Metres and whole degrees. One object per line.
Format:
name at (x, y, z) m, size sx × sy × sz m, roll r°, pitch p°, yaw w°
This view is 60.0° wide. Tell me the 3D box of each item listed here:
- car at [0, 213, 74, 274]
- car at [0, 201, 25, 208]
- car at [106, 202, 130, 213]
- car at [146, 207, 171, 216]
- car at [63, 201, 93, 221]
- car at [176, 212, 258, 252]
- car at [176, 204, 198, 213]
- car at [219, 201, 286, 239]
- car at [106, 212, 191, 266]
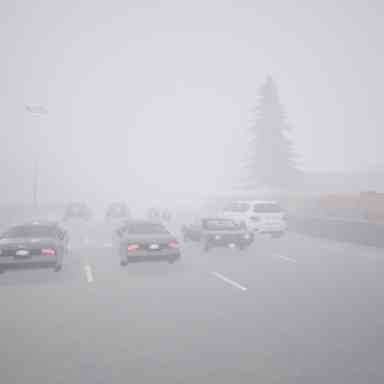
car at (-5.168, 1.641, 10.992) m, size 2.033 × 1.411 × 5.357 m, roll 1°, pitch -1°, yaw -18°
car at (-22.968, 1.834, 42.529) m, size 1.812 × 1.442 × 4.674 m, roll 1°, pitch -1°, yaw -6°
car at (-6.857, 1.689, 30.982) m, size 2.097 × 1.767 × 4.553 m, roll 1°, pitch -1°, yaw -11°
car at (-3.117, 1.969, 30.023) m, size 1.895 × 1.301 × 4.718 m, roll 1°, pitch -1°, yaw -12°
car at (-10.226, 1.638, 30.011) m, size 2.097 × 1.767 × 4.553 m, roll 1°, pitch -1°, yaw -11°
car at (0.869, 1.815, 15.063) m, size 1.895 × 1.301 × 4.718 m, roll 1°, pitch -1°, yaw -18°
car at (-0.533, 1.990, 35.127) m, size 1.812 × 1.442 × 4.674 m, roll 1°, pitch -1°, yaw -10°
car at (3.231, 1.520, 19.258) m, size 2.150 × 2.045 × 5.566 m, roll 1°, pitch -1°, yaw -17°
car at (-1.912, 1.695, 12.280) m, size 2.033 × 1.411 × 5.357 m, roll 1°, pitch -1°, yaw -18°
